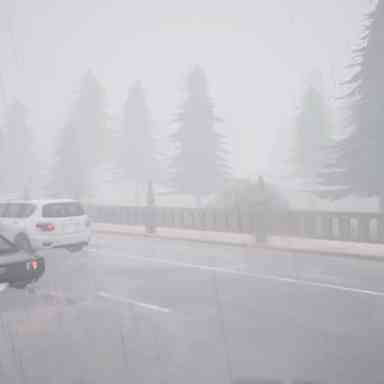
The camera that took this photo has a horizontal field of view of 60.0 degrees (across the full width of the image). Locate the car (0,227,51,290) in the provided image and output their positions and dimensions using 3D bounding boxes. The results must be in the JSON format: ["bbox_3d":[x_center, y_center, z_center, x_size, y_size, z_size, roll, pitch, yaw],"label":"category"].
[{"bbox_3d":[-5.678,1.650,8.041,4.718,1.301,1.895,0,0,35],"label":"car"}]

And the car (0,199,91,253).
[{"bbox_3d":[-6.245,1.289,12.742,5.566,2.045,2.150,0,0,35],"label":"car"}]
